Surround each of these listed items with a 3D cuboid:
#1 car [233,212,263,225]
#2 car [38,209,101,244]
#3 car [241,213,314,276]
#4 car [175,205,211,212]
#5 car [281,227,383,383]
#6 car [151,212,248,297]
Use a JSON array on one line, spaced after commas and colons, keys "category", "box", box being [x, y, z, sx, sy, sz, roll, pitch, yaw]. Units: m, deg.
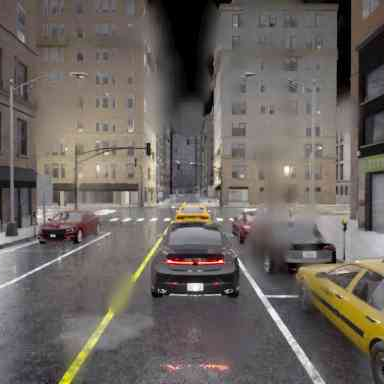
[{"category": "car", "box": [2.883, 1.577, 15.784, 1.802, 1.307, 4.206, -1, 0, 0]}, {"category": "car", "box": [-5.662, 1.539, 15.792, 1.887, 1.381, 4.507, -1, 0, 0]}, {"category": "car", "box": [2.876, 1.563, 10.198, 1.947, 1.339, 4.313, -1, 0, 0]}, {"category": "car", "box": [0.053, 1.471, 18.973, 1.882, 1.535, 5.008, 0, 0, 1]}, {"category": "car", "box": [2.868, 1.524, 4.782, 1.752, 1.417, 4.829, -1, 0, 0]}, {"category": "car", "box": [0.073, 1.502, 8.546, 1.837, 1.490, 4.892, 0, 0, 0]}]
